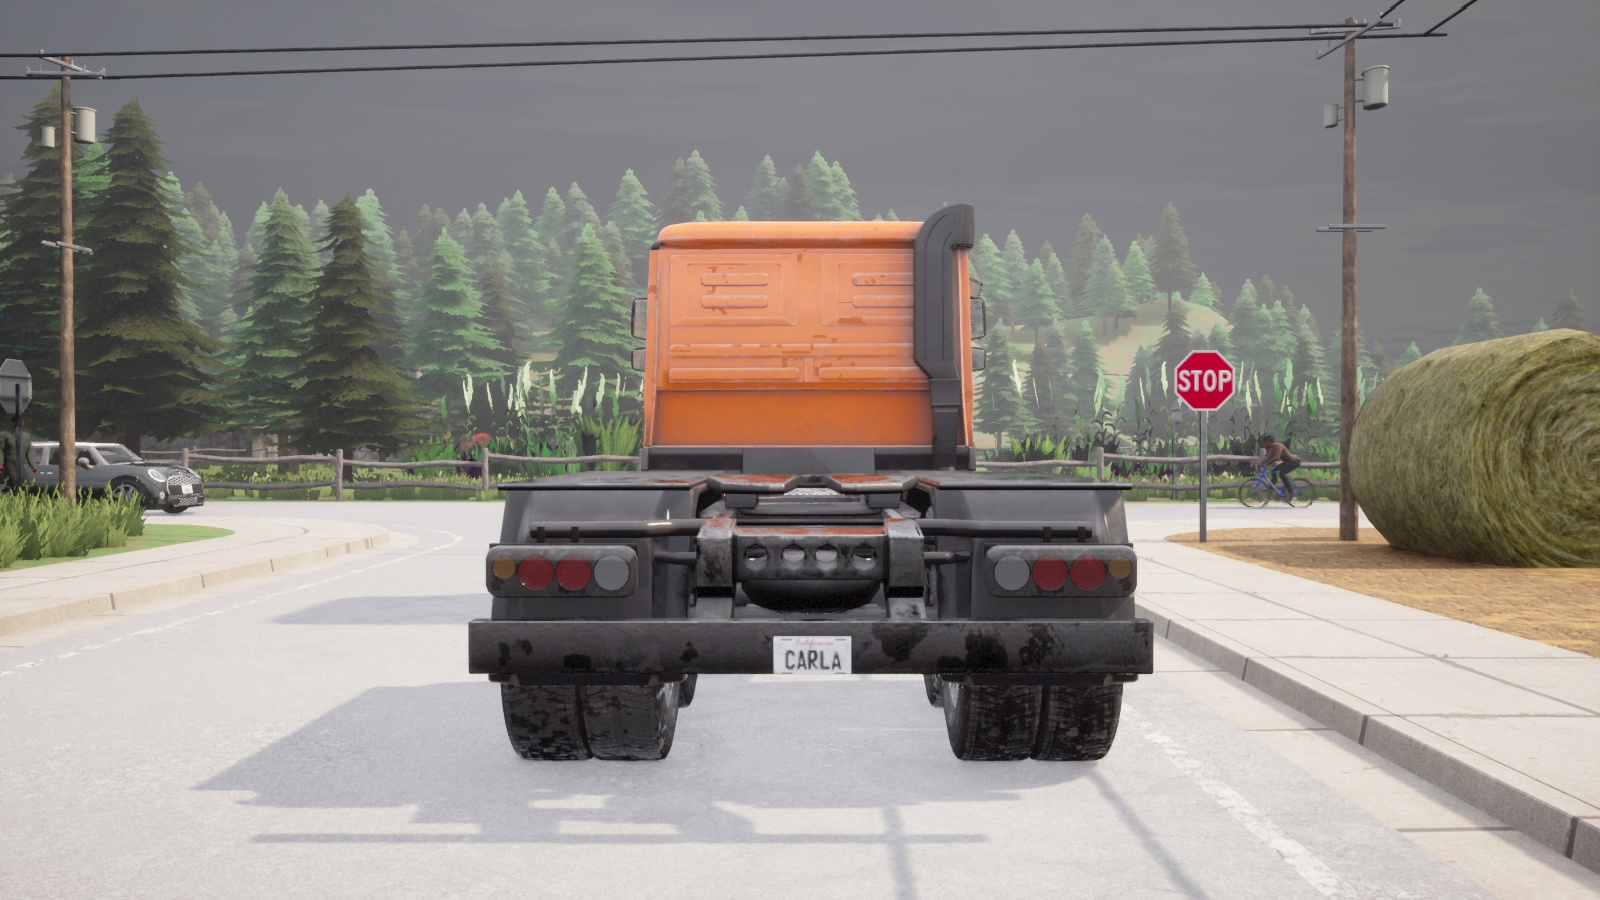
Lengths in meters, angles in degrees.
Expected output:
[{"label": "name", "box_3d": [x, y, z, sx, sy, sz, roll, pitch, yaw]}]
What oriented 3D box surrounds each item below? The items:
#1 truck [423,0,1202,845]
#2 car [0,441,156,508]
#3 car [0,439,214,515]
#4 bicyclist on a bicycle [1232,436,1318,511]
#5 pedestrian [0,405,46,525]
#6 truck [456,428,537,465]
[{"label": "truck", "box_3d": [0.064, -0.284, 8.639, 2.891, 3.462, 7.936, 0, 0, 0]}, {"label": "car", "box_3d": [-17.830, 0.538, 29.102, 4.892, 1.490, 1.837, 0, 0, 3]}, {"label": "car", "box_3d": [-14.211, 0.522, 25.390, 3.806, 1.475, 1.970, 0, 0, 3]}, {"label": "bicyclist on a bicycle", "box_3d": [10.420, 0.517, 27.562, 1.656, 1.620, 0.582, 0, 0, 3]}, {"label": "pedestrian", "box_3d": [-12.982, 0.244, 20.814, 0.788, 1.949, 0.423, 0, 0, 21]}, {"label": "truck", "box_3d": [-20.668, -0.241, 85.837, 5.204, 2.467, 2.627, 0, 0, -9]}]
